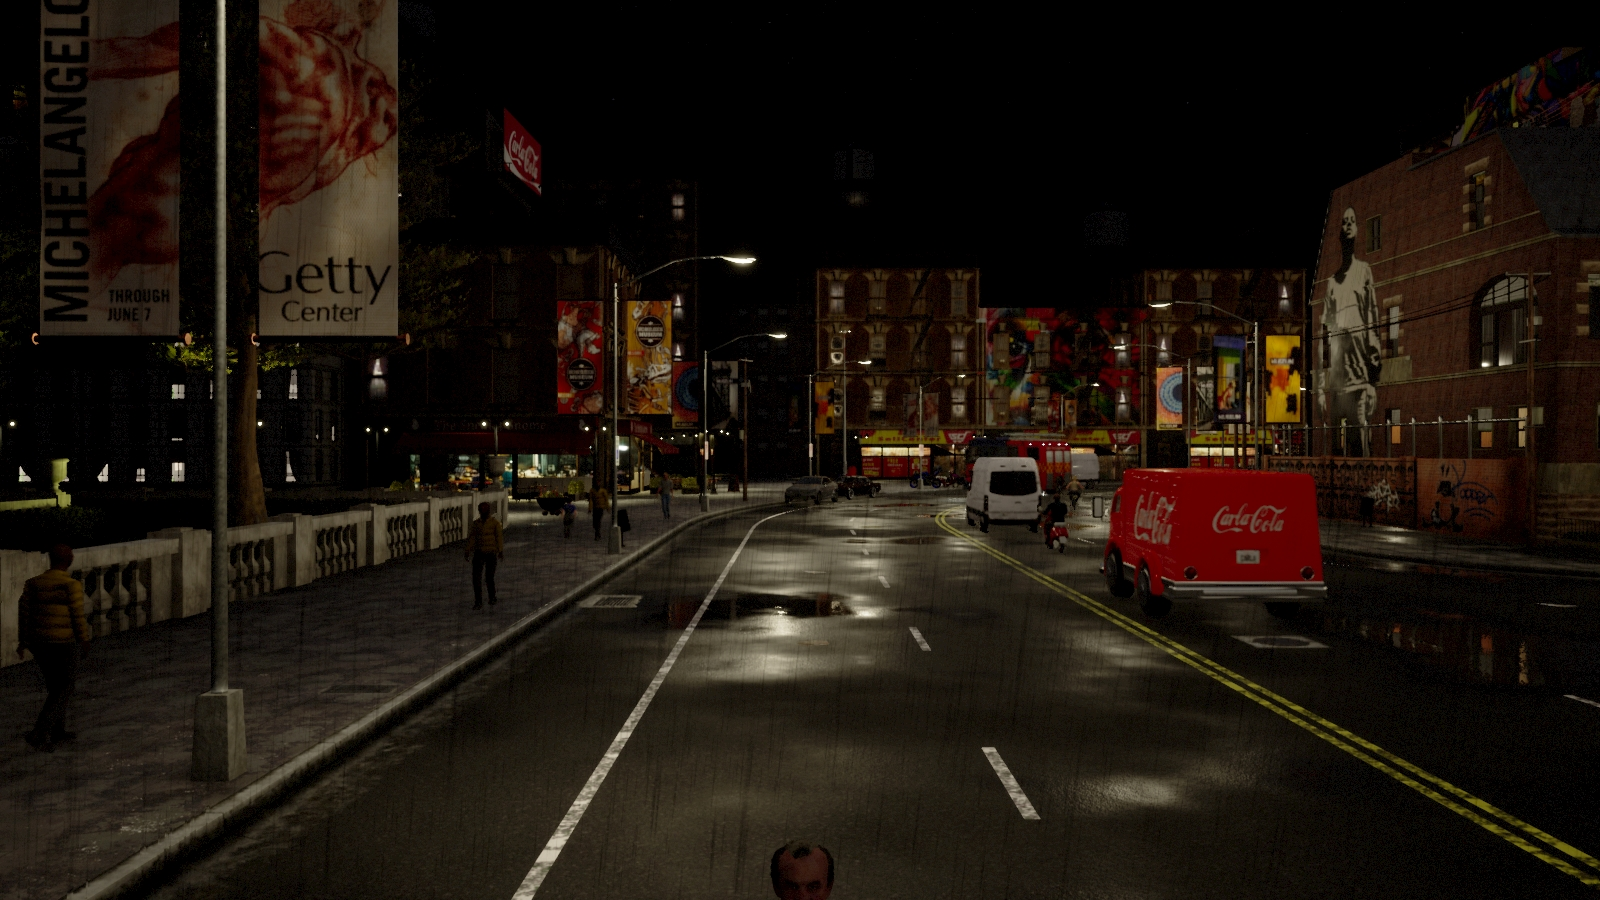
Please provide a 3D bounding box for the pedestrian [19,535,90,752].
[{"bbox_3d":[-6.607,1.697,10.137,0.375,1.860,0.375,0,0,6],"label":"pedestrian"}]

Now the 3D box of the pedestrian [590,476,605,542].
[{"bbox_3d":[-5.844,1.696,32.966,0.375,1.860,0.375,0,0,0],"label":"pedestrian"}]

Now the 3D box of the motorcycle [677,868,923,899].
[{"bbox_3d":[-0.002,2.182,3.374,0.856,1.236,1.805,0,0,0],"label":"motorcycle"}]

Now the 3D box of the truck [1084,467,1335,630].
[{"bbox_3d":[7.029,1.568,20.400,2.627,2.467,5.204,0,0,0],"label":"truck"}]

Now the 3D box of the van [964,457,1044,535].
[{"bbox_3d":[7.192,1.534,40.854,1.988,2.561,5.915,0,0,2],"label":"van"}]

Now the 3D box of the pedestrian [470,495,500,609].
[{"bbox_3d":[-5.268,1.696,19.098,0.375,1.860,0.375,0,0,5],"label":"pedestrian"}]

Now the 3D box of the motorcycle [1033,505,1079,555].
[{"bbox_3d":[7.036,2.182,31.446,0.856,1.236,1.805,0,0,0],"label":"motorcycle"}]

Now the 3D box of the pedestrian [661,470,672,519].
[{"bbox_3d":[-5.092,1.696,43.539,0.375,1.860,0.375,0,0,4],"label":"pedestrian"}]

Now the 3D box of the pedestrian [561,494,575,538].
[{"bbox_3d":[-6.945,1.978,34.197,0.375,1.300,0.375,0,0,-6],"label":"pedestrian"}]

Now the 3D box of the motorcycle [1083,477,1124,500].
[{"bbox_3d":[17.411,2.205,65.575,2.209,1.251,0.867,-1,-1,9],"label":"motorcycle"}]
